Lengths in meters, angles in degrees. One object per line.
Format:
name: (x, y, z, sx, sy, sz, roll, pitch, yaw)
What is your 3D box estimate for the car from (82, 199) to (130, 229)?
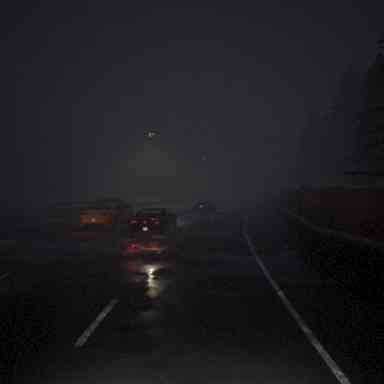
car: (-5.264, 1.439, 21.424, 1.882, 1.535, 5.008, 0, 0, 8)

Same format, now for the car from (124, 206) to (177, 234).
car: (-2.087, 1.567, 19.037, 1.895, 1.301, 4.718, 0, 0, 7)

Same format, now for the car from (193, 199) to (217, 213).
car: (1.476, 1.502, 37.106, 1.994, 1.385, 4.181, 0, 0, 14)
